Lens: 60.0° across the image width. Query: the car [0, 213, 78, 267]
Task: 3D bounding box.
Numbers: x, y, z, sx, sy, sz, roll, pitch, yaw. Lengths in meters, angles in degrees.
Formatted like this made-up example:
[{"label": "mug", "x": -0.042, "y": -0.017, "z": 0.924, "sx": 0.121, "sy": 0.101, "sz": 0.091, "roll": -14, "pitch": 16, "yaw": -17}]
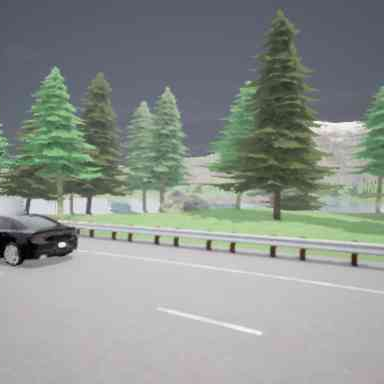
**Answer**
[{"label": "car", "x": -6.169, "y": 1.443, "z": 11.332, "sx": 5.008, "sy": 1.535, "sz": 1.882, "roll": 0, "pitch": 0, "yaw": 28}]
